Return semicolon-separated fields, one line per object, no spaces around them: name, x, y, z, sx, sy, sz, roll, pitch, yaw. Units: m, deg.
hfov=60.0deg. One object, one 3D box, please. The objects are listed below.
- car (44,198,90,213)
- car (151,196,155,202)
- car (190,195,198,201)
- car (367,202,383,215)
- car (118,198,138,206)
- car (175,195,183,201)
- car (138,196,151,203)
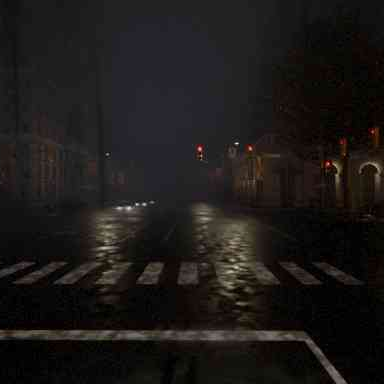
car;-13.782;1.477;36.845;1.882;1.535;5.008;1;1;38
car;-10.078;1.594;79.399;1.895;1.301;4.718;0;0;1
car;0.412;1.449;78.586;2.128;1.511;4.902;0;0;1
car;19.573;1.563;32.742;4.181;1.385;1.994;0;0;0
car;-10.433;1.600;53.124;1.895;1.301;4.718;0;0;0
car;-3.087;1.448;78.631;2.128;1.511;4.902;0;0;1
car;-10.223;1.600;68.634;1.895;1.301;4.718;0;0;1
